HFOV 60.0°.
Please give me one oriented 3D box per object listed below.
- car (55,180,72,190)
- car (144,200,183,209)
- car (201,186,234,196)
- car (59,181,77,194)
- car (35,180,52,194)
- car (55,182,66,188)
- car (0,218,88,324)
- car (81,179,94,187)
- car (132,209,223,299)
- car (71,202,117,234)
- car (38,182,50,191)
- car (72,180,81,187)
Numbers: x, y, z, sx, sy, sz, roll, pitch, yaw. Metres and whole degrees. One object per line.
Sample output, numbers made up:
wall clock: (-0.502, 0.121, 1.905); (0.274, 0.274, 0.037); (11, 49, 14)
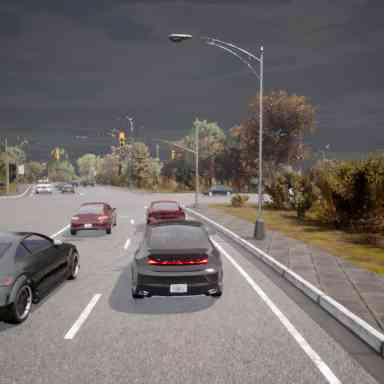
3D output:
car: (-24.825, -1.143, 64.397); (1.837, 1.490, 4.892); (-1, 3, -25)
car: (-1.452, 1.169, 17.396); (1.882, 1.535, 5.008); (0, 2, -8)
car: (3.701, -0.171, 48.594); (4.892, 1.490, 1.837); (0, 3, -22)
car: (-19.856, -0.549, 53.177); (1.812, 1.442, 4.674); (-1, 3, -23)
car: (-23.497, -0.835, 52.771); (2.150, 2.045, 5.566); (-1, 3, -24)
car: (-29.566, -1.548, 74.561); (1.895, 1.301, 4.718); (-1, 3, -25)
car: (-3.846, 1.516, 7.021); (1.994, 1.385, 4.181); (0, 1, -2)
car: (-25.920, -2.347, 83.272); (2.150, 2.045, 5.566); (-1, 3, -25)
car: (-0.401, 1.428, 8.340); (1.837, 1.490, 4.892); (0, 1, -4)
car: (-4.913, 1.241, 16.936); (1.812, 1.442, 4.674); (0, 2, -8)
car: (-28.205, -1.119, 63.373); (1.882, 1.535, 5.008); (-1, 3, -25)
car: (-29.078, -1.996, 81.779); (1.837, 1.490, 4.892); (-1, 3, -25)
